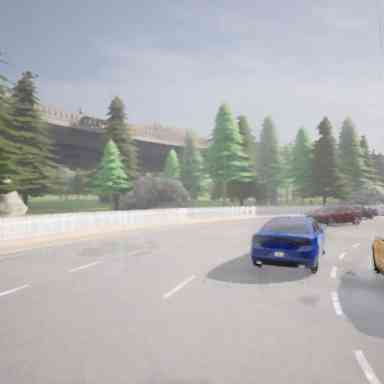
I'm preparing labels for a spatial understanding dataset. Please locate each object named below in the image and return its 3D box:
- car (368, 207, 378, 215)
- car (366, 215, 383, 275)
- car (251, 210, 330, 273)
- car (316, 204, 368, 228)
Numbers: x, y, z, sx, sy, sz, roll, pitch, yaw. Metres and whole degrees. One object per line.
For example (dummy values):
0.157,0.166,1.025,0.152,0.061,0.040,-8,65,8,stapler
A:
14.840,1.831,30.880,5.357,1.411,2.033,1,0,-25,car
5.622,1.565,7.900,1.882,1.535,5.008,0,0,20,car
3.431,1.566,11.300,1.882,1.535,5.008,0,0,25,car
10.372,1.691,24.377,5.008,1.535,1.882,1,-1,-33,car
